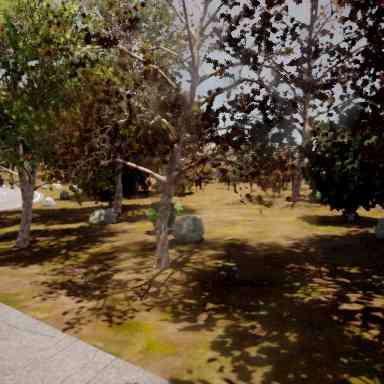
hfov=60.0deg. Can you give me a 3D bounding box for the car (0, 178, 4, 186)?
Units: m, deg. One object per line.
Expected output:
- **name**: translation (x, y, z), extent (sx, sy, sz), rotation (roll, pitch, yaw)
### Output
- **car**: translation (-27.910, -1.665, 45.737), extent (4.892, 1.490, 1.837), rotation (6, 2, 29)
